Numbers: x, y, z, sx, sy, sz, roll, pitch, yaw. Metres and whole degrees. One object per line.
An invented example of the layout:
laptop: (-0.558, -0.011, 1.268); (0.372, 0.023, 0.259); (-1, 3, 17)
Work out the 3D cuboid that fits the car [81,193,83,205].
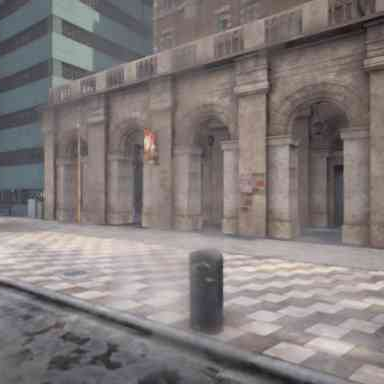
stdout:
car: (-10.840, 1.101, 33.730); (5.566, 2.045, 2.435); (0, 0, 36)
